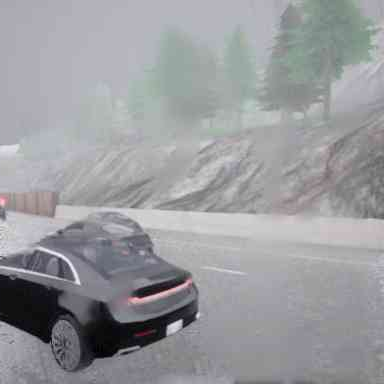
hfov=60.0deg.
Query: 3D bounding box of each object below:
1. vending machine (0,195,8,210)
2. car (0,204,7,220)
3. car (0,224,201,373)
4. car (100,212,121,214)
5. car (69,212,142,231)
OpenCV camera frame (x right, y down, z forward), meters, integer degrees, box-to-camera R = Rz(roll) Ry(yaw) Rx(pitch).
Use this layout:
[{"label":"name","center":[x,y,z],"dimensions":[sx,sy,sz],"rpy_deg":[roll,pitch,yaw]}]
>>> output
[{"label":"vending machine","center":[-27.842,1.529,49.131],"dimensions":[1.100,2.100,0.880],"rpy_deg":[0,0,-35]},{"label":"car","center":[-17.881,1.694,29.367],"dimensions":[2.128,1.511,4.902],"rpy_deg":[0,0,-43]},{"label":"car","center":[-2.152,1.528,5.727],"dimensions":[4.902,1.511,2.128],"rpy_deg":[0,0,37]},{"label":"car","center":[-4.428,1.666,16.554],"dimensions":[4.181,1.385,1.994],"rpy_deg":[0,0,40]},{"label":"car","center":[-3.280,1.595,11.056],"dimensions":[4.674,1.442,1.812],"rpy_deg":[0,0,39]}]
